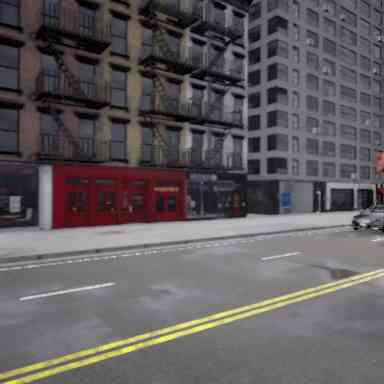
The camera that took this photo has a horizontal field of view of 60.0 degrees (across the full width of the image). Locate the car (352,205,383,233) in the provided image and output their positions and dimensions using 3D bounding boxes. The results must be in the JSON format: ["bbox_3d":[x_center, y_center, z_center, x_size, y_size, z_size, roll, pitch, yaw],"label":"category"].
[{"bbox_3d":[11.459,1.543,19.837,4.902,1.511,2.128,0,0,-35],"label":"car"}]
